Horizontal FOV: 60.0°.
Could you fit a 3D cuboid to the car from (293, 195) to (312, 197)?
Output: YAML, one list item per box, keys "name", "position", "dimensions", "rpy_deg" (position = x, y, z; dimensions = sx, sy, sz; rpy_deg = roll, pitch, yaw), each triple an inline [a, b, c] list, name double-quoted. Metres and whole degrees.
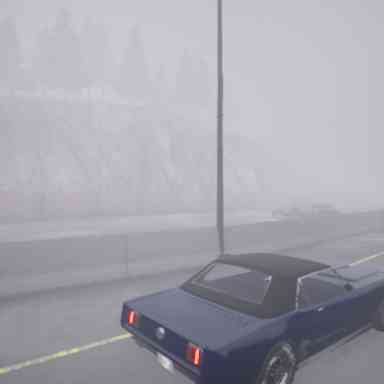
- name: "car"
  position: [15.306, 1.517, 47.185]
  dimensions: [5.566, 2.045, 2.150]
  rpy_deg: [0, 0, -44]

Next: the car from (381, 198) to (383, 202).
- name: "car"
  position: [44.148, 1.648, 74.755]
  dimensions: [5.008, 1.535, 1.882]
  rpy_deg: [0, -1, -44]

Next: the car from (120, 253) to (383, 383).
- name: "car"
  position: [1.440, 1.635, 5.139]
  dimensions: [4.718, 1.301, 1.895]
  rpy_deg: [0, 0, -39]

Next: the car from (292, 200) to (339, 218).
- name: "car"
  position: [10.820, 1.683, 28.343]
  dimensions: [4.892, 1.490, 1.837]
  rpy_deg: [1, -1, -44]

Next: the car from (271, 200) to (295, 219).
- name: "car"
  position: [9.468, 1.728, 31.894]
  dimensions: [4.674, 1.442, 1.812]
  rpy_deg: [1, -1, -44]

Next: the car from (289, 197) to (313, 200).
- name: "car"
  position: [12.660, 1.744, 39.801]
  dimensions: [4.902, 1.511, 2.128]
  rpy_deg: [1, -1, -44]
